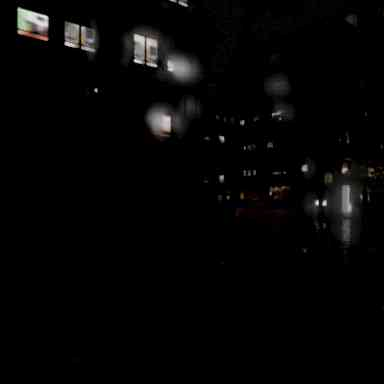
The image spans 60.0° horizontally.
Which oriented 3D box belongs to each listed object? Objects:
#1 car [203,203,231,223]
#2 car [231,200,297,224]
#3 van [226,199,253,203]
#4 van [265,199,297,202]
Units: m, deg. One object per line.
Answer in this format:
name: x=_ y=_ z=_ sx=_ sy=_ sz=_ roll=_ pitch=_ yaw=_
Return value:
car: x=2.024 y=1.882 z=28.824 sx=1.802 sy=1.307 sz=4.206 roll=-1 pitch=0 yaw=-36
car: x=5.892 y=1.729 z=27.889 sx=1.882 sy=1.535 sz=5.008 roll=0 pitch=-1 yaw=-37
van: x=5.447 y=1.687 z=38.258 sx=1.690 sy=1.788 sz=3.998 roll=-1 pitch=0 yaw=-36
van: x=8.763 y=1.613 z=33.742 sx=1.690 sy=1.788 sz=3.998 roll=-1 pitch=0 yaw=-36
